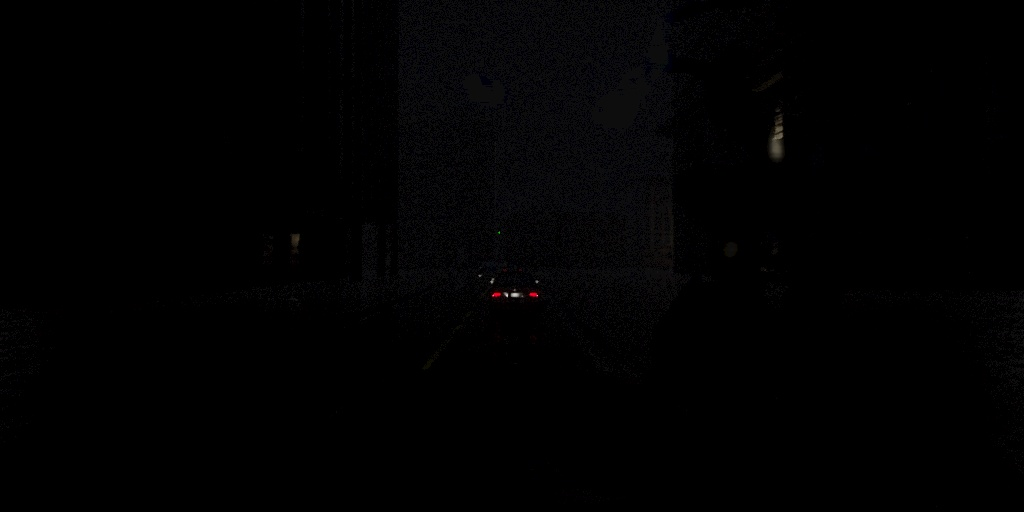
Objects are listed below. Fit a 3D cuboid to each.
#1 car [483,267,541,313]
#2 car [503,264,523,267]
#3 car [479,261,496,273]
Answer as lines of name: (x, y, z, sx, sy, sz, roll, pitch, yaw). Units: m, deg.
car: (0.097, 1.314, 14.129, 2.033, 1.411, 5.357, 0, 0, 0)
car: (0.091, 1.388, 33.306, 1.994, 1.385, 4.181, 0, 0, 0)
car: (-3.031, 1.349, 45.106, 1.882, 1.535, 5.008, 0, -1, 0)
